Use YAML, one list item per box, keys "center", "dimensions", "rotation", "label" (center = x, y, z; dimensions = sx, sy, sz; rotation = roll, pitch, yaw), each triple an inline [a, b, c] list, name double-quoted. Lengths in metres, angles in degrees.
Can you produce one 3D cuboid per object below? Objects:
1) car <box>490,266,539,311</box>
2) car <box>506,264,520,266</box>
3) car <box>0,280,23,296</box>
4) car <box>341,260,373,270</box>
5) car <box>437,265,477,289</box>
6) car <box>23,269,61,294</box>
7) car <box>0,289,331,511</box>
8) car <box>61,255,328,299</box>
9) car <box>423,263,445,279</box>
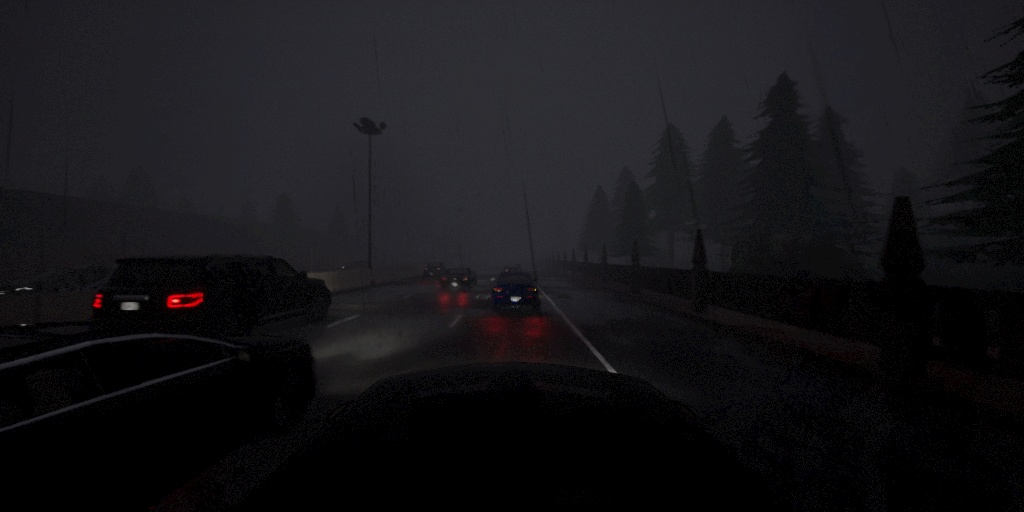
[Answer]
- center: [0.105, 1.320, 14.724]
  dimensions: [1.812, 1.442, 4.674]
  rotation: [0, 0, 0]
  label: "car"
- center: [0.111, 1.474, 37.415]
  dimensions: [1.895, 1.301, 4.718]
  rotation: [0, 0, 0]
  label: "car"
- center: [-21.092, 1.309, 17.276]
  dimensions: [1.837, 1.490, 4.892]
  rotation: [0, 0, 0]
  label: "car"
- center: [-17.559, 1.237, 40.848]
  dimensions: [2.097, 1.767, 4.553]
  rotation: [0, 0, 0]
  label: "car"
- center: [-3.393, 1.427, 23.754]
  dimensions: [1.895, 1.301, 4.718]
  rotation: [0, 0, 0]
  label: "car"
- center: [-14.095, 1.269, 13.591]
  dimensions: [1.882, 1.535, 5.008]
  rotation: [0, 0, 0]
  label: "car"
- center: [-3.400, 1.245, 2.623]
  dimensions: [2.128, 1.511, 4.902]
  rotation: [0, 0, 0]
  label: "car"
- center: [-6.895, 0.999, 9.154]
  dimensions: [2.150, 2.045, 5.566]
  rotation: [0, 0, 0]
  label: "car"
- center: [-6.889, 1.351, 33.230]
  dimensions: [2.128, 1.511, 4.902]
  rotation: [0, 0, 0]
  label: "car"
